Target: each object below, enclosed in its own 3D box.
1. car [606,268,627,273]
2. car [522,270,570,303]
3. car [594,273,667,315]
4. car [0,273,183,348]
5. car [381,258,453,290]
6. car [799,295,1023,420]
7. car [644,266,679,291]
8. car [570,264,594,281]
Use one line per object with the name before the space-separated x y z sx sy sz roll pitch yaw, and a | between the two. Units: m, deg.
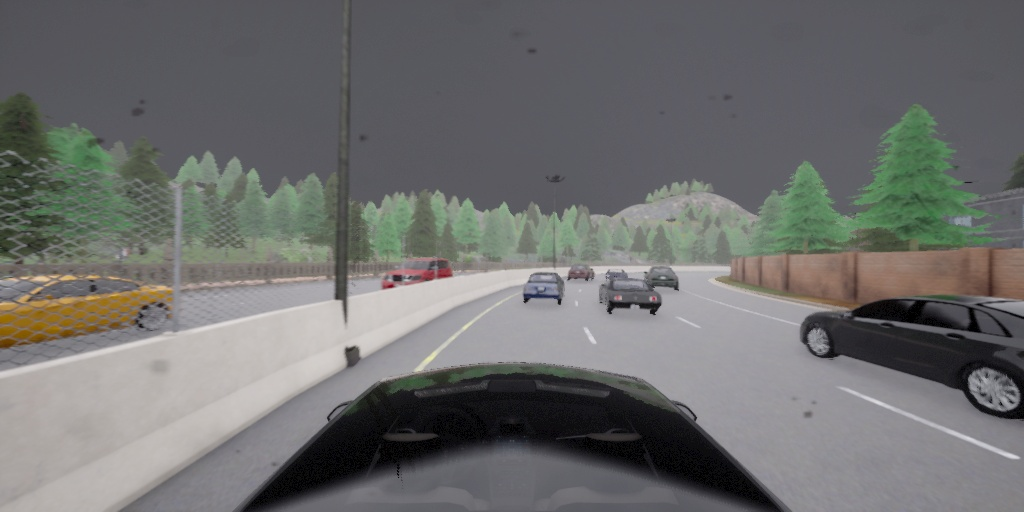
car | 10.441 1.894 35.745 1.895 1.301 4.718 1 -1 22
car | 1.696 1.514 18.165 2.033 1.411 5.357 1 -1 10
car | 4.717 1.572 15.023 1.895 1.301 4.718 1 -1 8
car | -10.293 1.158 7.931 1.882 1.535 5.008 1 -1 4
car | -5.176 1.119 20.506 2.150 2.045 5.566 0 -1 11
car | 7.304 1.407 6.071 1.837 1.490 4.892 1 -1 3
car | 10.986 1.546 26.696 2.097 1.767 4.553 1 -1 16
car | 7.160 1.612 36.828 2.097 1.767 4.553 1 -1 22
